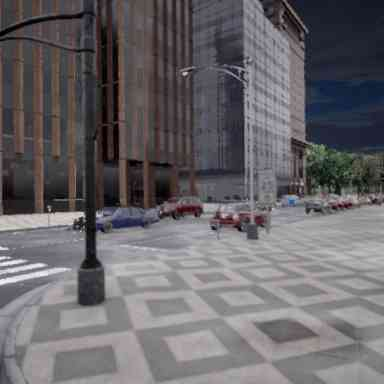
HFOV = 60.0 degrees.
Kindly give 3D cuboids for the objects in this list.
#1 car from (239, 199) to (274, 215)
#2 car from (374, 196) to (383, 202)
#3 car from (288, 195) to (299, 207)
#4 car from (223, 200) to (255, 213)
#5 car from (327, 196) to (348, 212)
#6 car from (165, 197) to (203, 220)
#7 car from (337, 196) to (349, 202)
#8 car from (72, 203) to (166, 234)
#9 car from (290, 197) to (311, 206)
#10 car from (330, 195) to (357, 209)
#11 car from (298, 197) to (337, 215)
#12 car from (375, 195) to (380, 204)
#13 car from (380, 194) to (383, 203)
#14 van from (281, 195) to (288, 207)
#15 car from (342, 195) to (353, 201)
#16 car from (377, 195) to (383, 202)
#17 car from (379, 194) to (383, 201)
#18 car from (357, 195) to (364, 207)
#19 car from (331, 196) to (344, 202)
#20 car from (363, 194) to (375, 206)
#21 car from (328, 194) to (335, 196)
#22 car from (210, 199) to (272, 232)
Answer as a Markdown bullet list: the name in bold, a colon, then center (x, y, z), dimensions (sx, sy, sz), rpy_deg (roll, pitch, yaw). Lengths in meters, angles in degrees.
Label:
- **car**: center (6.762, 1.503, 34.573), dimensions (1.812, 1.442, 4.674), rpy_deg (-1, -1, 35)
- **car**: center (40.736, 1.506, 72.001), dimensions (1.887, 1.381, 4.507), rpy_deg (-1, -1, 36)
- **car**: center (15.871, 1.134, 47.167), dimensions (2.128, 1.511, 4.902), rpy_deg (-1, -1, 36)
- **car**: center (5.323, 1.598, 37.165), dimensions (1.802, 1.307, 4.206), rpy_deg (-1, -1, 36)
- **car**: center (15.419, 1.449, 36.626), dimensions (1.887, 1.381, 4.507), rpy_deg (-1, -1, 36)
- **car**: center (-1.009, 1.320, 28.324), dimensions (2.192, 1.841, 5.009), rpy_deg (-1, -1, 36)
- **car**: center (36.968, 1.653, 81.384), dimensions (1.947, 1.339, 4.313), rpy_deg (-1, -1, 36)
- **car**: center (-4.180, 1.507, 19.312), dimensions (2.033, 1.411, 5.357), rpy_deg (-1, -1, 36)
- **car**: center (17.981, 1.592, 54.853), dimensions (2.008, 1.369, 4.403), rpy_deg (-1, -1, 36)
- **car**: center (18.584, 1.455, 41.048), dimensions (1.887, 1.381, 4.507), rpy_deg (-1, -1, 36)
- **car**: center (12.255, 1.449, 32.204), dimensions (2.008, 1.369, 4.403), rpy_deg (-1, -1, 36)
- **car**: center (31.239, 1.252, 58.738), dimensions (2.192, 1.841, 5.009), rpy_deg (-1, -1, 36)
- **car**: center (34.407, 1.495, 63.157), dimensions (2.008, 1.369, 4.403), rpy_deg (-1, -1, 36)
- **van**: center (14.814, 1.375, 50.433), dimensions (1.690, 1.788, 3.998), rpy_deg (-1, -1, 36)
- **car**: center (40.034, 1.622, 85.668), dimensions (1.752, 1.417, 4.829), rpy_deg (-1, -1, 36)
- **car**: center (43.899, 1.410, 76.424), dimensions (1.967, 1.590, 4.097), rpy_deg (-1, -1, 36)
- **car**: center (47.062, 1.294, 80.847), dimensions (2.192, 1.841, 5.009), rpy_deg (-1, -1, 36)
- **car**: center (21.847, 1.442, 45.608), dimensions (1.752, 1.417, 4.829), rpy_deg (-1, -1, 36)
- **car**: center (33.705, 1.604, 76.824), dimensions (1.752, 1.417, 4.829), rpy_deg (-1, -1, 36)
- **car**: center (28.176, 1.455, 54.452), dimensions (1.752, 1.417, 4.829), rpy_deg (-1, -1, 36)
- **car**: center (27.475, 1.628, 68.118), dimensions (1.947, 1.339, 4.313), rpy_deg (-1, -1, 36)
- **car**: center (2.760, 1.322, 18.940), dimensions (1.967, 1.590, 4.097), rpy_deg (-1, -1, 36)
